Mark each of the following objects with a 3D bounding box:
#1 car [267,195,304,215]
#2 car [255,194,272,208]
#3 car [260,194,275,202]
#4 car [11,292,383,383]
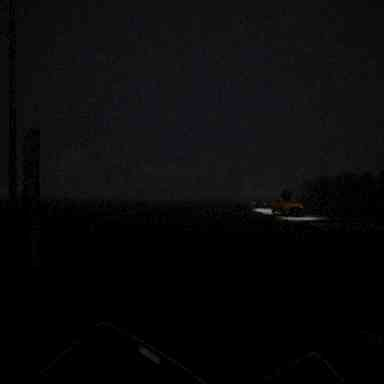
[{"bbox_3d":[8.885,1.310,31.273,1.882,1.535,5.008,0,0,-1],"label":"car"},{"bbox_3d":[9.350,1.236,43.781,2.128,1.511,4.902,0,1,7],"label":"car"},{"bbox_3d":[14.631,1.131,64.166,2.128,1.511,4.902,0,0,22],"label":"car"},{"bbox_3d":[-0.181,1.608,2.262,4.718,1.301,1.895,0,0,-43],"label":"car"}]
